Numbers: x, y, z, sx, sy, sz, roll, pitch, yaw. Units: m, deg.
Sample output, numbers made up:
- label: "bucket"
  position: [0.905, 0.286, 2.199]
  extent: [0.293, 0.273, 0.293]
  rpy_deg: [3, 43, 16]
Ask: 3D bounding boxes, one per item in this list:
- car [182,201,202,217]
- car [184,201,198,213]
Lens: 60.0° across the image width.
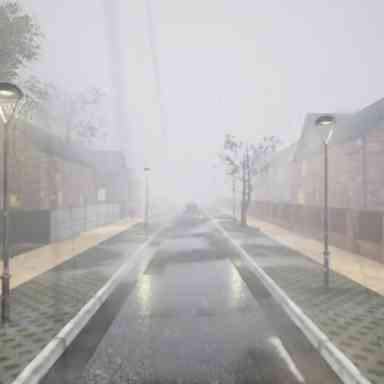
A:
- label: "car"
  position: [-0.053, 1.873, 35.705]
  extent: [1.812, 1.442, 4.674]
  rpy_deg: [0, -1, 0]
- label: "car"
  position: [-0.094, 1.970, 45.589]
  extent: [1.812, 1.442, 4.674]
  rpy_deg: [0, 0, 0]
